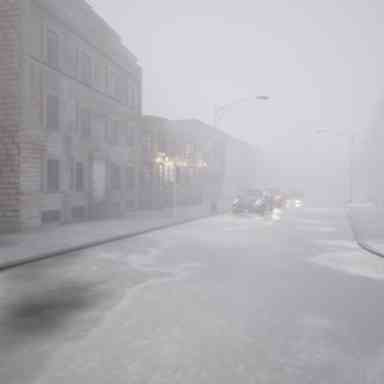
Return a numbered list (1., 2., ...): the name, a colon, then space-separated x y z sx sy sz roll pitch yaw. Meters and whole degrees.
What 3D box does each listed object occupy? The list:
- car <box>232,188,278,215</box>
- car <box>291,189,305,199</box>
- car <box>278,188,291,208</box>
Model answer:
1. car: 4.428 0.599 23.684 2.097 1.767 4.553 2 2 24
2. car: 14.684 0.217 46.921 1.895 1.301 4.718 2 2 24
3. car: 7.414 0.413 30.515 2.097 1.767 4.553 2 2 24
